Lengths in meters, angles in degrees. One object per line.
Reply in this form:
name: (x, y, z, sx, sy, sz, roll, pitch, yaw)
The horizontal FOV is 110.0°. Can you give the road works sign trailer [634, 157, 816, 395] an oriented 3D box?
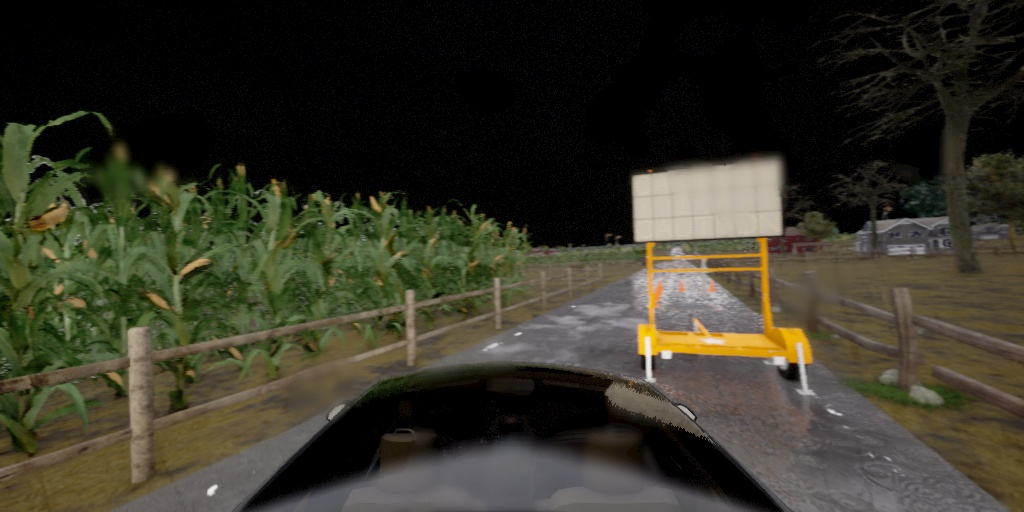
road works sign trailer: (3.549, 0.127, 6.549, 2.380, 3.560, 2.880, 0, 0, 20)
